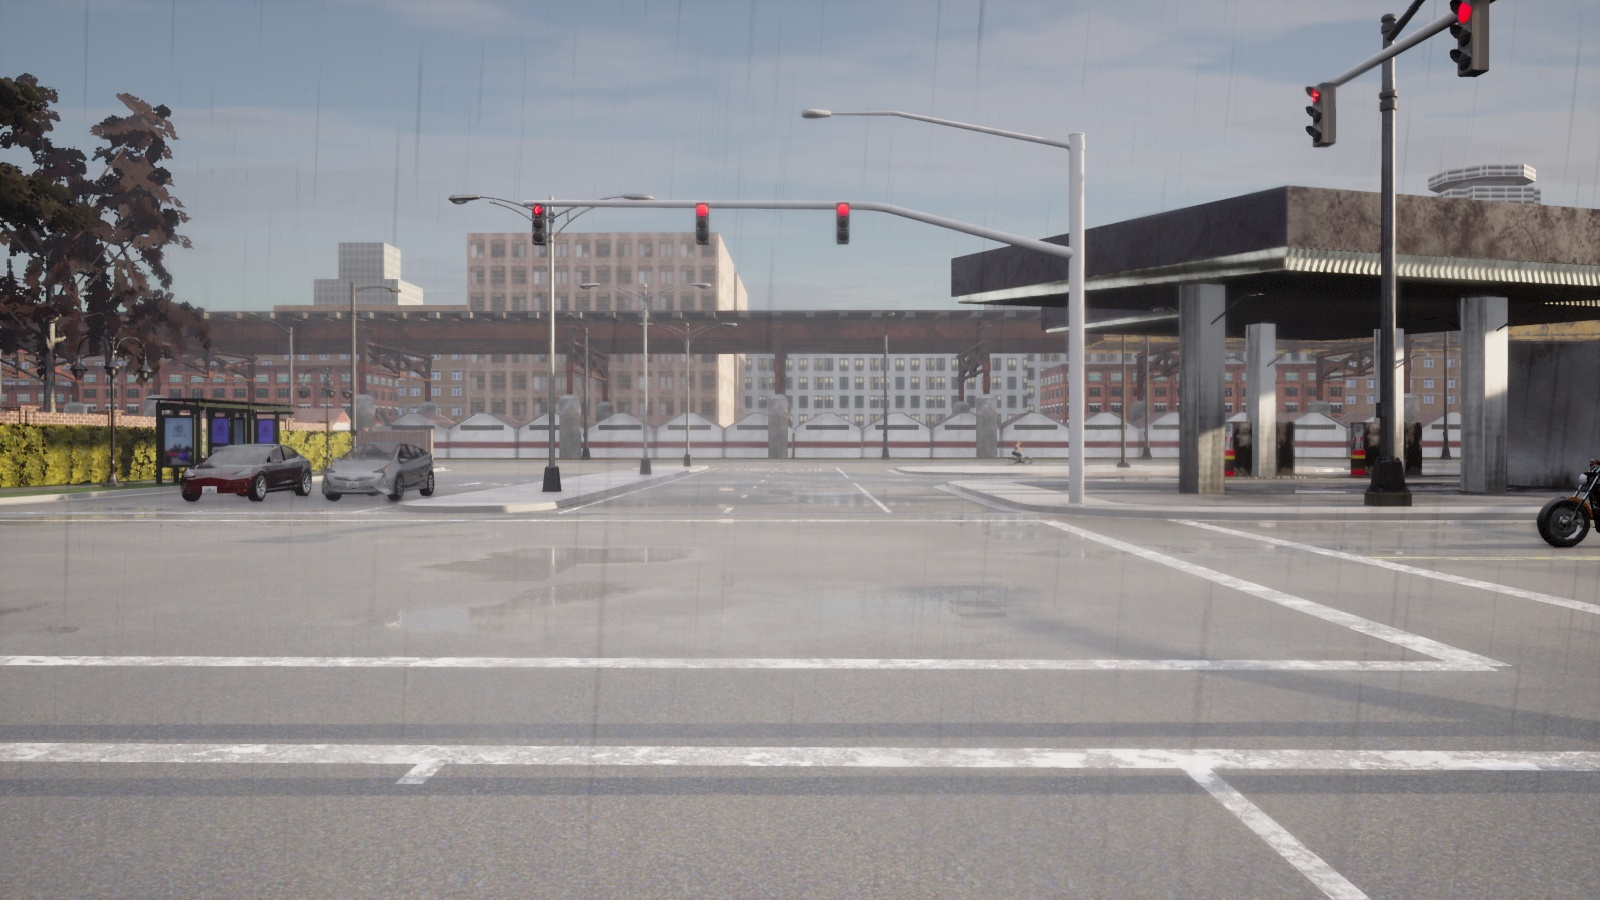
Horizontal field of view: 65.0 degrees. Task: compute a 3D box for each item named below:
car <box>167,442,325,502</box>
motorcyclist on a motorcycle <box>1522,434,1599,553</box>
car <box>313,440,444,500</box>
[{"bbox_3d":[-14.822,0.543,33.925,2.163,1.488,4.792,0,0,0],"label":"car"},{"bbox_3d":[11.649,0.606,17.834,2.350,1.649,0.766,0,0,-1],"label":"motorcyclist on a motorcycle"},{"bbox_3d":[-11.300,0.492,34.023,2.007,1.525,4.514,0,0,0],"label":"car"}]
